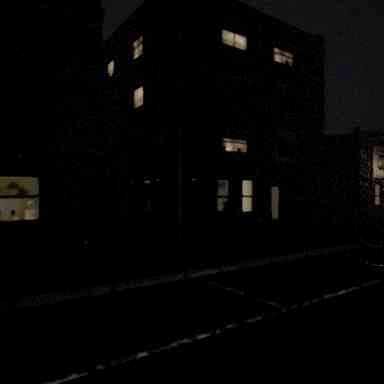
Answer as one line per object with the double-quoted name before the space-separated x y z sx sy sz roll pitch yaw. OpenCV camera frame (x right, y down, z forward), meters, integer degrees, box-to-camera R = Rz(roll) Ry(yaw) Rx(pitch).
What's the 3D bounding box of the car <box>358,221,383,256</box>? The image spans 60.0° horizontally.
"car" 7.793 1.594 12.148 4.403 1.369 2.008 0 -1 -36
